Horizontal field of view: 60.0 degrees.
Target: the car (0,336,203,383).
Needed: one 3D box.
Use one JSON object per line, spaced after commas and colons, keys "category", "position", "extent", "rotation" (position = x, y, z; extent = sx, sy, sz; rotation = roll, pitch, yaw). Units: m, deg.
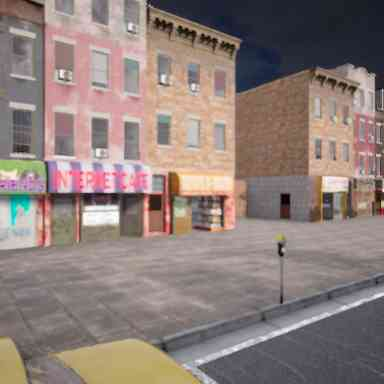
{"category": "car", "position": [-1.982, 1.525, 1.398], "extent": [4.829, 1.417, 1.752], "rotation": [0, 0, -35]}
